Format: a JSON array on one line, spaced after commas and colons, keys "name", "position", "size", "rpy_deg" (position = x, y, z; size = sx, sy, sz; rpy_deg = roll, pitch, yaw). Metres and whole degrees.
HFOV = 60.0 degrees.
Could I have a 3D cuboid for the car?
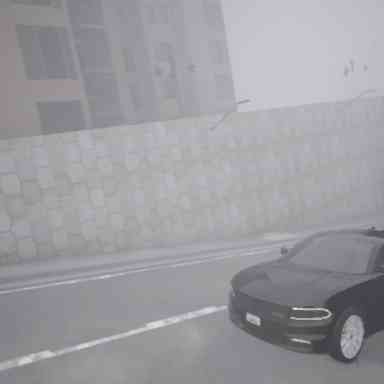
[{"name": "car", "position": [2.869, 1.449, 6.020], "size": [5.008, 1.535, 1.882], "rpy_deg": [-1, 0, -36]}]
